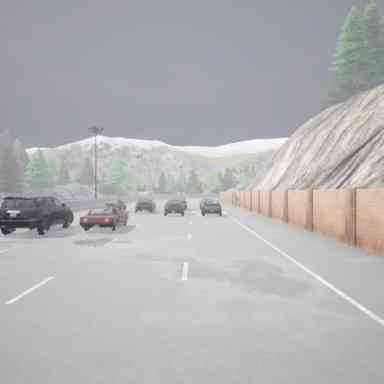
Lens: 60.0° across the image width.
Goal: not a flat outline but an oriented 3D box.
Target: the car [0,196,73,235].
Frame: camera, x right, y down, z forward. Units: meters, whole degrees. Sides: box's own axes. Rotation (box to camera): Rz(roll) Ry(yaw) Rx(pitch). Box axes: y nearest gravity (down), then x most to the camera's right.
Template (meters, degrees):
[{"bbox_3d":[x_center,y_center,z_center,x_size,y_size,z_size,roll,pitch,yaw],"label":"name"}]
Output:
[{"bbox_3d":[-8.760,1.223,19.093,2.150,2.045,5.566,0,0,0],"label":"car"}]

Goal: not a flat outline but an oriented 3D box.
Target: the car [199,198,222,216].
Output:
[{"bbox_3d":[1.848,1.492,32.527,2.128,1.511,4.902,0,0,0],"label":"car"}]

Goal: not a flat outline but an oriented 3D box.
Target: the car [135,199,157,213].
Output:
[{"bbox_3d":[-5.117,1.505,37.222,1.837,1.490,4.892,0,0,0],"label":"car"}]

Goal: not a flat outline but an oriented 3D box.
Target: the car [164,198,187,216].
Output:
[{"bbox_3d":[-1.653,1.505,32.365,1.837,1.490,4.892,0,0,0],"label":"car"}]

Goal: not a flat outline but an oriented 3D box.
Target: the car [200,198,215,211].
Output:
[{"bbox_3d":[1.926,1.526,42.735,1.812,1.442,4.674,0,0,1],"label":"car"}]

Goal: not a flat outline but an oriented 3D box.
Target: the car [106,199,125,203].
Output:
[{"bbox_3d":[-8.611,1.526,37.147,1.812,1.442,4.674,0,0,1],"label":"car"}]

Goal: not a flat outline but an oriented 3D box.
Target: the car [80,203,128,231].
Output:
[{"bbox_3d":[-5.248,1.601,20.574,1.895,1.301,4.718,0,0,0],"label":"car"}]
